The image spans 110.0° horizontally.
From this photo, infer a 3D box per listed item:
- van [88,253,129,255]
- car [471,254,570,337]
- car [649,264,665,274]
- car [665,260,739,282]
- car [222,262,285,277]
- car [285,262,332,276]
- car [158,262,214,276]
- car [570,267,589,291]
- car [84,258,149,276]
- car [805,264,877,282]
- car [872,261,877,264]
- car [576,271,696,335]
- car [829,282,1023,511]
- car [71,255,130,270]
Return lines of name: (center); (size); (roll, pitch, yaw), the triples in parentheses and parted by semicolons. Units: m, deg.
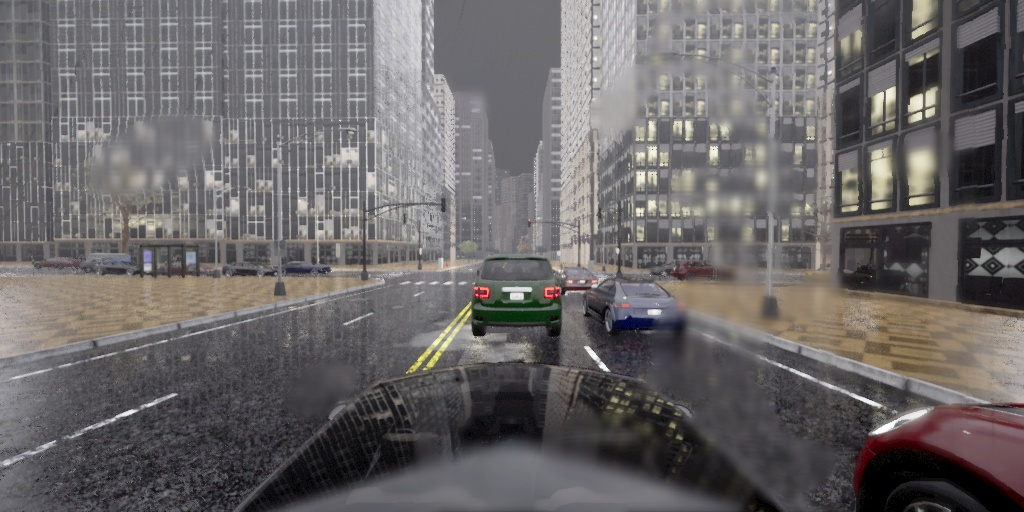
van: (-45.226, 0.597, 40.161); (3.998, 1.789, 1.690); (0, 0, 1)
car: (0.114, 0.966, 10.434); (2.150, 2.045, 5.566); (0, 0, 0)
car: (16.477, 1.356, 36.363); (4.892, 1.490, 1.837); (-1, 1, -1)
car: (16.240, 1.263, 30.569); (5.009, 1.841, 2.192); (0, 0, 1)
car: (-22.684, 1.167, 31.158); (4.313, 1.339, 1.948); (0, 0, 1)
car: (-19.671, 1.185, 33.800); (4.718, 1.301, 1.895); (1, 1, 1)
car: (-28.368, 1.132, 31.301); (4.207, 1.307, 1.802); (0, 0, 1)
car: (3.381, 1.284, 19.771); (2.033, 1.411, 5.357); (0, 0, 0)
car: (-34.048, 1.063, 31.483); (4.313, 1.339, 1.948); (0, 0, 1)
car: (27.688, 1.573, 30.354); (4.829, 1.417, 1.751); (0, 0, 1)
car: (38.039, 1.265, 35.922); (5.566, 2.045, 2.150); (0, 1, 1)
car: (3.370, 1.308, 10.529); (1.994, 1.385, 4.181); (0, 0, -1)
car: (3.344, 1.103, 0.485); (2.097, 1.767, 4.553); (0, 0, 0)
car: (-38.136, 0.907, 34.210); (4.902, 1.511, 2.128); (1, 1, 1)
